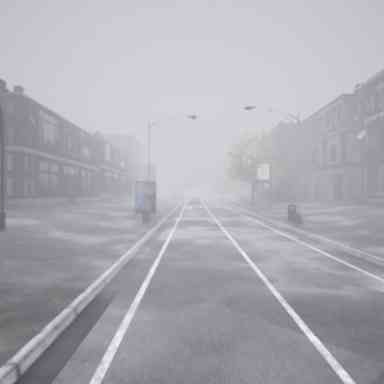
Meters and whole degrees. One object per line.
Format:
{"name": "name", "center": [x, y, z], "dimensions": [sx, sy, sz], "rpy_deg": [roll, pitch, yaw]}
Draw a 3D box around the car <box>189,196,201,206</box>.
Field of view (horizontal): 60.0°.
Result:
{"name": "car", "center": [0.466, 1.355, 52.936], "dimensions": [1.812, 1.442, 4.674], "rpy_deg": [0, 1, 0]}
